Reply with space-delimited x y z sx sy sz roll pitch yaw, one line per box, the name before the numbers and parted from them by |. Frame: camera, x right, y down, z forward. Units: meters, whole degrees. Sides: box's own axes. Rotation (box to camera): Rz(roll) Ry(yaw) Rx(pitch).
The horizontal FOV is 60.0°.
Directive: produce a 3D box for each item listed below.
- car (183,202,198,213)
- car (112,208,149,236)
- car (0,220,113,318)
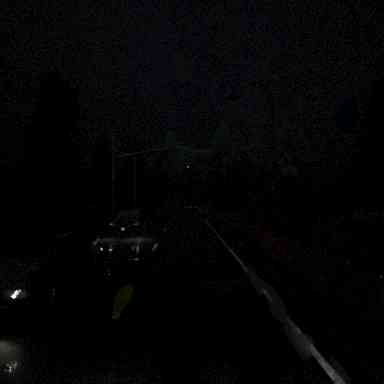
car | -0.222 2.000 44.151 2.033 1.411 5.357 0 -1 -1
car | -3.681 1.734 20.076 1.812 1.442 4.674 0 -1 0
car | -3.646 1.633 8.064 2.033 1.411 5.357 0 -1 0
